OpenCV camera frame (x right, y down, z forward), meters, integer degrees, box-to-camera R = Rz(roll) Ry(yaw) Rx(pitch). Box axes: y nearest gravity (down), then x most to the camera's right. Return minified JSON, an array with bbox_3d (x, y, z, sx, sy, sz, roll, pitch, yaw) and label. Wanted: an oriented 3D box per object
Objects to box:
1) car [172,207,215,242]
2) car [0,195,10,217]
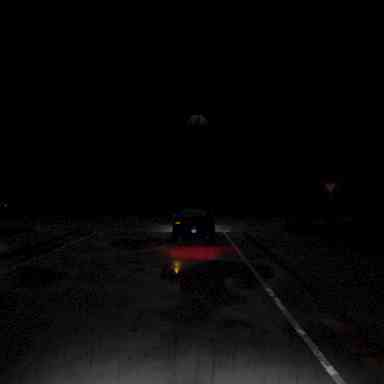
[{"bbox_3d":[0.072,1.463,16.344,1.882,1.535,5.008,0,0,0],"label":"car"},{"bbox_3d":[-18.651,1.224,28.562,5.566,2.045,2.150,0,0,0],"label":"car"}]
